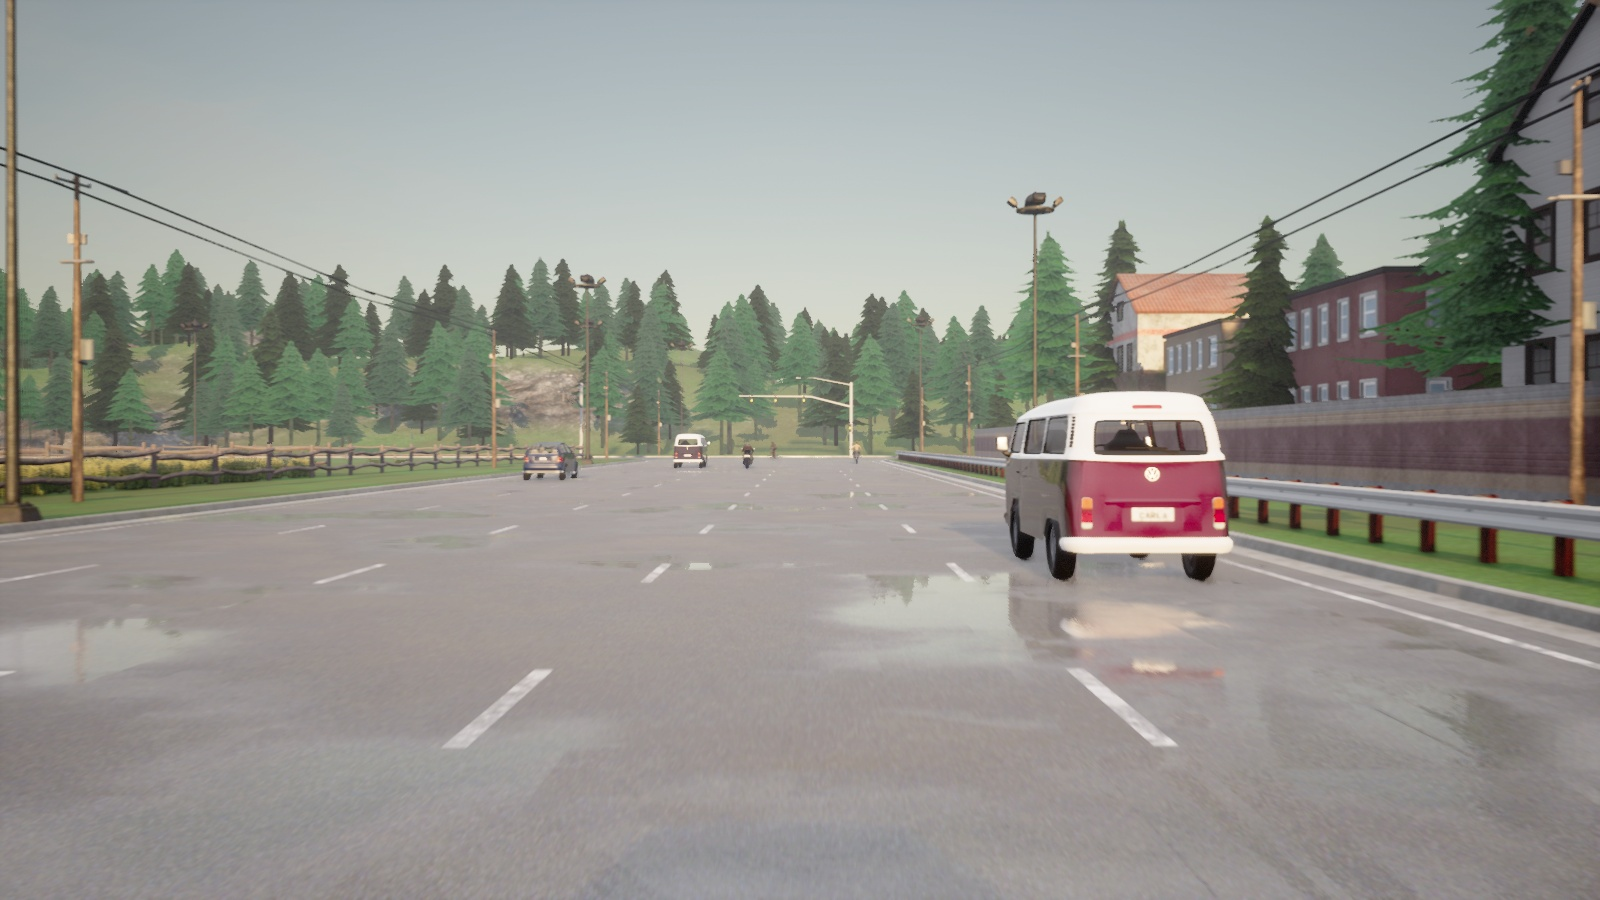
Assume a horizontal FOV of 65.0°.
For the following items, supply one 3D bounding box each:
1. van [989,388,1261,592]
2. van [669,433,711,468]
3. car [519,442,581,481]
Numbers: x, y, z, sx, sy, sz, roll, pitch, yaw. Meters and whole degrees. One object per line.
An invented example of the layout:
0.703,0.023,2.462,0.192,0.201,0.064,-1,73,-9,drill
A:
3.600,0.390,14.841,2.069,2.038,4.480,0,0,0,van
-6.558,0.041,75.395,2.069,2.038,4.480,0,0,0,van
-10.195,0.428,51.473,1.789,1.549,3.705,0,0,0,car
